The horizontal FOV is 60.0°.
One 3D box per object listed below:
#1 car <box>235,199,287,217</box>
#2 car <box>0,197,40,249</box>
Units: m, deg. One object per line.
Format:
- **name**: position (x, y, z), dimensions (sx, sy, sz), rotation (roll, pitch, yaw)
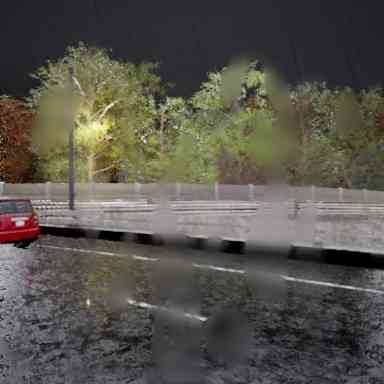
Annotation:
- **car**: position (6.426, 1.395, 30.973), dimensions (5.008, 1.535, 1.882), rotation (0, 0, -18)
- **car**: position (-8.412, 1.204, 12.867), dimensions (5.566, 2.045, 2.150), rotation (0, 0, 27)
